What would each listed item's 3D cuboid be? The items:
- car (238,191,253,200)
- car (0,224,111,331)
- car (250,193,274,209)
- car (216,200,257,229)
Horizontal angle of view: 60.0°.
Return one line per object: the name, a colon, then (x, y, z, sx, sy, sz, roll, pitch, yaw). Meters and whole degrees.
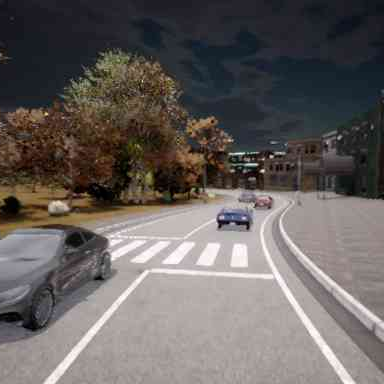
car: (8.133, 0.639, 49.002, 2.097, 1.767, 4.553, 1, 2, 17)
car: (-3.127, 1.462, 6.970, 1.812, 1.442, 4.674, 0, 1, 5)
car: (8.185, 1.116, 37.576, 1.812, 1.442, 4.674, 2, 1, 19)
car: (2.766, 1.439, 20.481, 1.895, 1.301, 4.718, 1, 1, 13)
